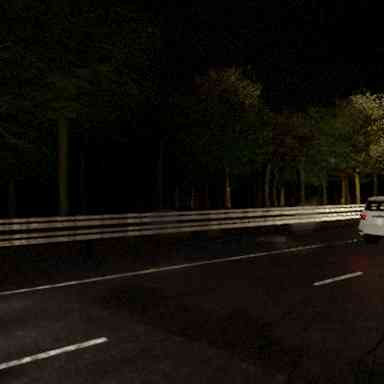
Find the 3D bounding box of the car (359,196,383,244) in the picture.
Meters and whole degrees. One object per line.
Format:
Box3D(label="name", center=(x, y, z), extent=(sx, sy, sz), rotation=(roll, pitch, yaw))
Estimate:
Box3D(label="car", center=(9.533, 1.201, 14.369), extent=(5.566, 2.045, 2.150), rotation=(0, 0, -33))
